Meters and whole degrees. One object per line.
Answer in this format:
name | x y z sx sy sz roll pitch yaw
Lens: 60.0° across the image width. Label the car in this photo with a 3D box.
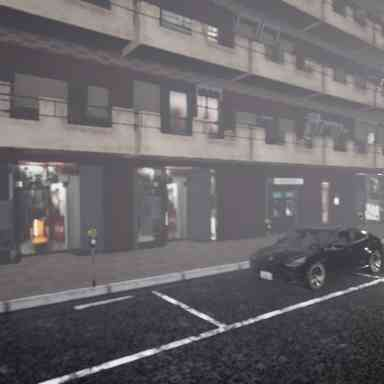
car | 3.518 1.595 9.087 4.313 1.339 1.947 0 -1 -35
